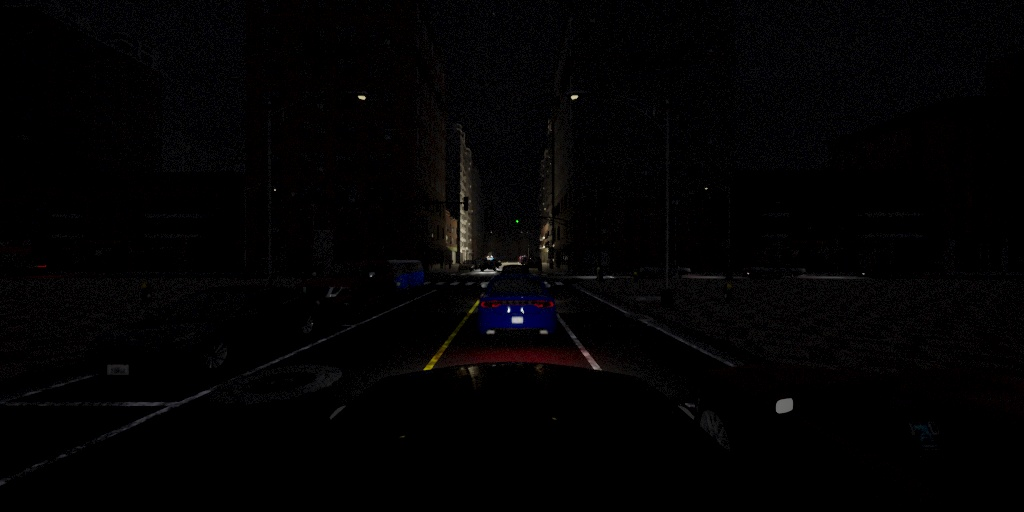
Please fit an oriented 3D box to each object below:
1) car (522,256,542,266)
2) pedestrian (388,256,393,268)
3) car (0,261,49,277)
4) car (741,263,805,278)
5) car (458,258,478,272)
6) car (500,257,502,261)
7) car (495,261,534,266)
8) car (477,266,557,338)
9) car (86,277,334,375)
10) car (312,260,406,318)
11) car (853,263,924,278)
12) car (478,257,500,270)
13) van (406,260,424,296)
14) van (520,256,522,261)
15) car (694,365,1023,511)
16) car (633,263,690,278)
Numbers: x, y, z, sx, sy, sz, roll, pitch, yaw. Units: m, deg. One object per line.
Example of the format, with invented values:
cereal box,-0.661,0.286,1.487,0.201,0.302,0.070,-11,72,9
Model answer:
car,2.763,1.002,45.759,2.192,1.841,5.009,0,0,0
pedestrian,-12.476,0.846,36.767,0.375,1.860,0.375,0,0,1
car,-47.484,1.185,34.291,4.902,1.511,2.128,0,0,1
car,24.031,1.314,33.100,4.718,1.301,1.895,0,0,1
car,-5.764,1.213,45.634,1.751,1.417,4.829,0,0,0
car,-2.965,1.261,56.085,1.895,1.301,4.718,0,0,0
car,0.141,1.252,21.230,1.837,1.490,4.892,0,1,0
car,0.118,1.227,10.240,1.882,1.535,5.008,0,0,0
car,-5.845,1.316,7.505,1.948,1.339,4.313,0,0,0
car,-5.833,1.065,13.145,2.192,1.841,5.009,0,0,0
car,34.486,1.323,32.903,4.718,1.301,1.895,0,0,1
car,-3.002,1.234,46.172,2.033,1.411,5.357,0,0,0
van,-5.821,1.088,18.786,1.690,1.789,3.998,0,0,0
van,2.798,0.983,62.729,1.690,1.789,3.998,0,0,0
car,2.668,1.295,1.822,1.888,1.381,4.507,0,0,0
car,13.771,1.309,33.266,4.718,1.301,1.895,0,0,1
